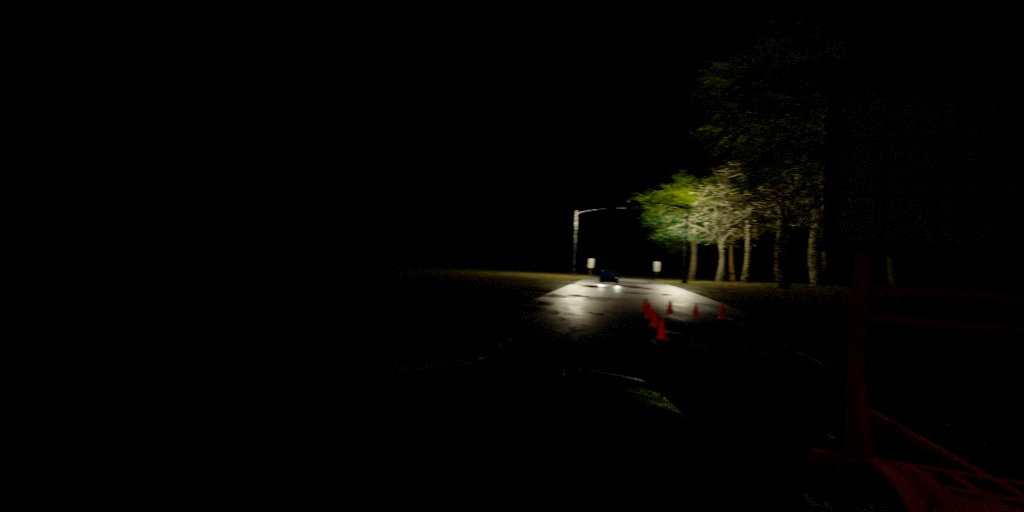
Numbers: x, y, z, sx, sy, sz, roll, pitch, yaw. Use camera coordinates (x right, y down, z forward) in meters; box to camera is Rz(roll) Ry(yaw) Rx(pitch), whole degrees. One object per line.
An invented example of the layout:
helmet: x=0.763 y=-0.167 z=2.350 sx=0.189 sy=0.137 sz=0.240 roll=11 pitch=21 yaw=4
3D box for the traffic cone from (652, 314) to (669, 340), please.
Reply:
traffic cone: x=4.134 y=1.994 z=9.918 sx=0.340 sy=0.580 sz=0.340 roll=0 pitch=0 yaw=16

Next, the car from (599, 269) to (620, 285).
car: x=10.227 y=2.110 z=37.749 sx=1.882 sy=1.535 sz=5.008 roll=3 pitch=-1 yaw=16

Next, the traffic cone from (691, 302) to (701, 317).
traffic cone: x=7.734 y=2.229 z=15.113 sx=0.340 sy=0.580 sz=0.340 roll=0 pitch=0 yaw=17

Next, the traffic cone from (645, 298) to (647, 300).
traffic cone: x=5.820 y=2.134 z=15.675 sx=0.340 sy=0.580 sz=0.340 roll=0 pitch=0 yaw=16

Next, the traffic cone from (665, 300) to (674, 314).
traffic cone: x=6.777 y=2.182 z=15.394 sx=0.340 sy=0.580 sz=0.340 roll=0 pitch=0 yaw=16

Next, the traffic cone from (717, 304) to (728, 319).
traffic cone: x=8.691 y=2.276 z=14.830 sx=0.340 sy=0.580 sz=0.340 roll=0 pitch=0 yaw=16

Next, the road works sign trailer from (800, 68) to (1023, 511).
road works sign trailer: x=3.598 y=0.410 z=2.769 sx=2.380 sy=3.560 sz=2.880 roll=0 pitch=0 yaw=15

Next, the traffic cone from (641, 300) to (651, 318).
traffic cone: x=5.258 y=2.087 z=13.756 sx=0.340 sy=0.580 sz=0.340 roll=0 pitch=0 yaw=16

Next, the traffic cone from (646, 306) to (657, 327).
traffic cone: x=4.695 y=2.041 z=11.837 sx=0.340 sy=0.580 sz=0.340 roll=0 pitch=0 yaw=16
